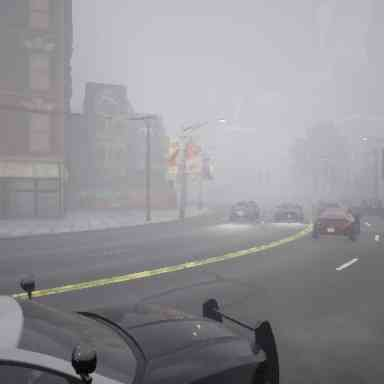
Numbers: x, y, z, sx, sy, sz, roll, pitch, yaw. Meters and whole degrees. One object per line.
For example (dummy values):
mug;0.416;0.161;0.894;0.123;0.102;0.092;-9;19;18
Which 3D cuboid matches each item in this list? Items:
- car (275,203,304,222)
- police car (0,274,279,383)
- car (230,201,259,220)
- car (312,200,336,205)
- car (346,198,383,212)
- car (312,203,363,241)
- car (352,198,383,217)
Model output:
car;7.779;1.581;26.447;1.994;1.385;4.181;0;0;17
police car;-1.516;1.422;2.196;5.238;1.638;1.930;0;0;-35
car;4.440;1.499;27.498;2.128;1.511;4.902;0;0;17
car;12.620;1.496;31.463;1.837;1.490;4.892;0;0;10
car;19.943;1.496;38.519;2.002;1.452;4.674;0;0;1
car;7.367;1.523;16.840;1.812;1.442;4.674;0;0;31
car;16.058;1.348;30.805;2.097;1.767;4.553;0;0;10
